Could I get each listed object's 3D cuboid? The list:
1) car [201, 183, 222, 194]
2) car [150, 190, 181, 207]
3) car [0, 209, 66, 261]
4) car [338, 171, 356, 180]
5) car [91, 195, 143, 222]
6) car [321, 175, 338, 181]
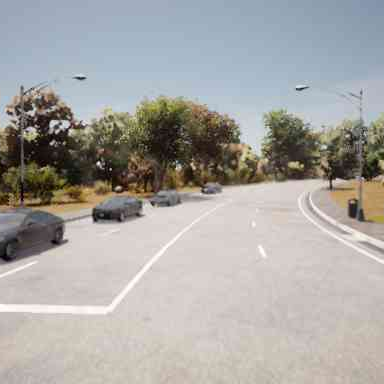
[{"bbox_3d":[2.792,-0.548,47.007,2.128,1.511,4.902,0,4,23],"label":"car"},{"bbox_3d":[-2.448,0.522,31.811,1.812,1.442,4.674,0,3,16],"label":"car"},{"bbox_3d":[-6.255,1.361,11.923,1.812,1.442,4.674,0,1,7],"label":"car"},{"bbox_3d":[37.021,-3.522,79.120,5.357,1.411,2.033,-5,4,-43],"label":"car"},{"bbox_3d":[-4.781,0.992,21.878,1.882,1.535,5.008,0,2,12],"label":"car"},{"bbox_3d":[32.619,-3.377,79.624,1.812,1.442,4.674,1,4,45],"label":"car"}]
